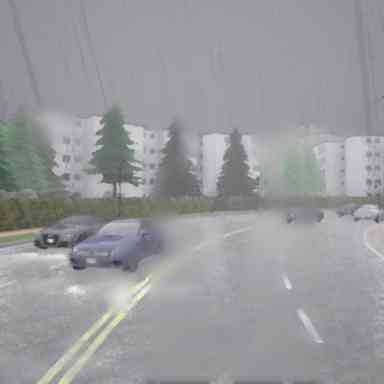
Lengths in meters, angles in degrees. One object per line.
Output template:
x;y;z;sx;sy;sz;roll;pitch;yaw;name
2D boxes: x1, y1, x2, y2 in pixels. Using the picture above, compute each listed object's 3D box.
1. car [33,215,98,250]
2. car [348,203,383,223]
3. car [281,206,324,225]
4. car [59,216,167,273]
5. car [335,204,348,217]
-4.936;1.709;14.786;1.994;1.385;4.181;0;-1;16;car
15.483;1.824;28.782;1.812;1.442;4.674;-1;-1;44;car
8.961;1.821;26.714;2.033;1.411;5.357;0;-1;37;car
-2.197;1.638;11.291;1.812;1.442;4.674;0;-1;13;car
17.172;1.909;34.941;5.357;1.411;2.033;0;-1;-37;car
